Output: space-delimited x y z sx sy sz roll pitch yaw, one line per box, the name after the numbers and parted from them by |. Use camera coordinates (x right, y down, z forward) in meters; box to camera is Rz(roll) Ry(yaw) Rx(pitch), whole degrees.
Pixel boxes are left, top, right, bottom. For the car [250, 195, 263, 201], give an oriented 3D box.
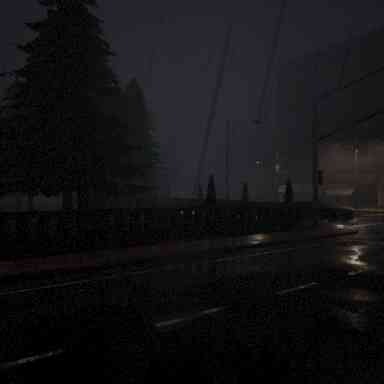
14.852 1.469 77.601 1.812 1.442 4.674 0 0 40 | car

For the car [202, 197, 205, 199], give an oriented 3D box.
1.255 1.422 52.090 1.882 1.535 5.008 0 0 -6 | car

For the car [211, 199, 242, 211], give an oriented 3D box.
4.166 1.546 41.060 1.895 1.301 4.718 0 0 -22 | car

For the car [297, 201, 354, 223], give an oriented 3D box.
9.682 1.422 25.250 1.882 1.535 5.008 0 0 -34 | car

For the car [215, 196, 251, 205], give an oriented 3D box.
3.718 1.470 34.589 1.812 1.442 4.674 0 0 -29 | car

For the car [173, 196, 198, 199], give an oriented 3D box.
-0.981 1.470 45.426 1.812 1.442 4.674 0 0 -14 | car

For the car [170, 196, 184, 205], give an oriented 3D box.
-2.550 1.436 56.466 2.128 1.511 4.902 0 0 0 | car

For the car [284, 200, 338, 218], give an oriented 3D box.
10.663 1.508 30.070 1.994 1.385 4.181 0 0 -33 | car
